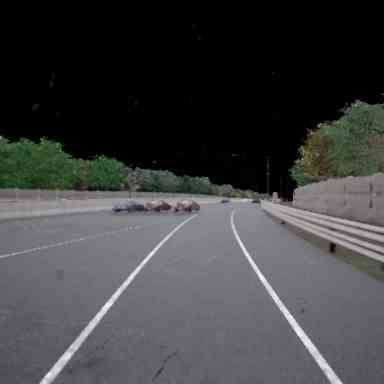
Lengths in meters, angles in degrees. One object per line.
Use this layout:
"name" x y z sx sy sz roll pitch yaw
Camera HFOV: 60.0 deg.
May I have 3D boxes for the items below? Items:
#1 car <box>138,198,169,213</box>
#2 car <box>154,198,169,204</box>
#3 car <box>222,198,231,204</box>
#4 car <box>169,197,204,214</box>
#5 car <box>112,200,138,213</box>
"car" -3.860 1.609 37.401 1.812 1.442 4.674 -2 -1 18
"car" -8.450 2.457 92.283 2.033 1.411 5.357 0 -1 18
"car" 9.393 2.443 90.652 1.882 1.535 5.008 0 -1 18
"car" -0.505 1.561 36.338 1.812 1.442 4.674 0 -1 18
"car" -7.176 1.683 38.459 2.033 1.411 5.357 0 0 18
